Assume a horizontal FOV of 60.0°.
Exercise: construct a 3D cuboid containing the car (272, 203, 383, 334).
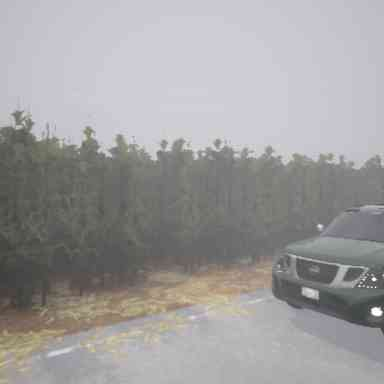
[{"bbox_3d":[4.136,1.285,6.912,5.566,2.045,2.150,1,0,-36],"label":"car"}]
